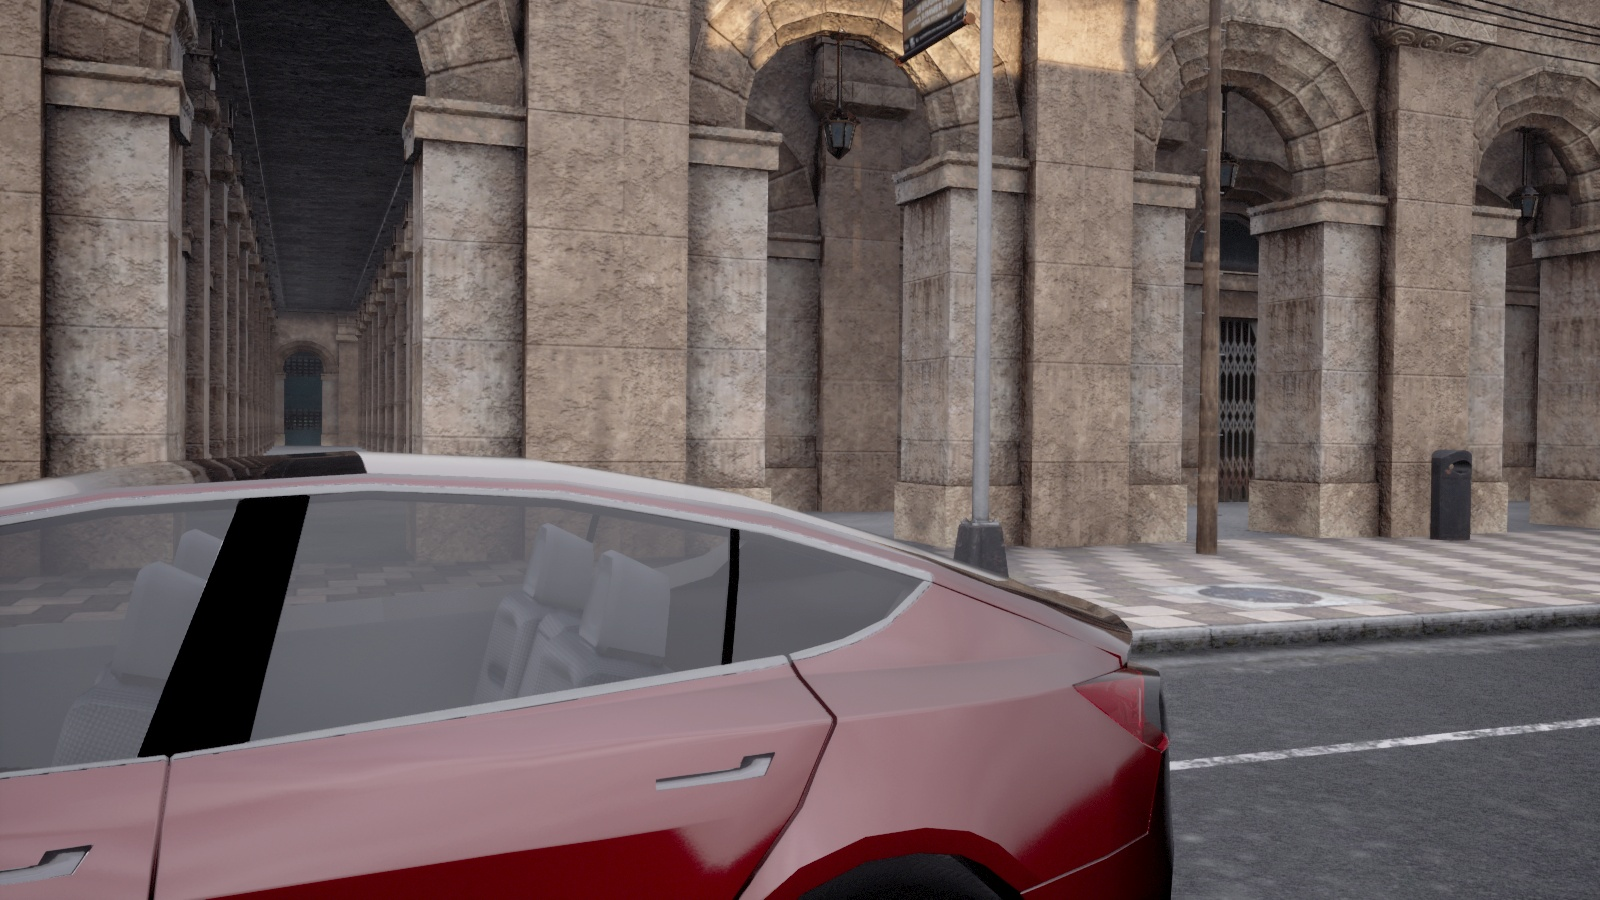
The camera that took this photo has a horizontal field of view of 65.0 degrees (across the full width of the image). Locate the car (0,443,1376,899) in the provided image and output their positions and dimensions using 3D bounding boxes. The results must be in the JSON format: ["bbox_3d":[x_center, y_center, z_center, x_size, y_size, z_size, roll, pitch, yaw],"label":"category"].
[{"bbox_3d":[-1.450,0.769,2.707,4.792,1.488,2.163,-1,1,-21],"label":"car"}]
